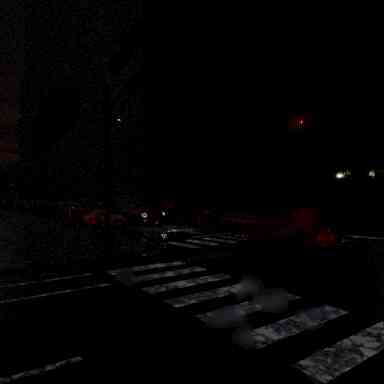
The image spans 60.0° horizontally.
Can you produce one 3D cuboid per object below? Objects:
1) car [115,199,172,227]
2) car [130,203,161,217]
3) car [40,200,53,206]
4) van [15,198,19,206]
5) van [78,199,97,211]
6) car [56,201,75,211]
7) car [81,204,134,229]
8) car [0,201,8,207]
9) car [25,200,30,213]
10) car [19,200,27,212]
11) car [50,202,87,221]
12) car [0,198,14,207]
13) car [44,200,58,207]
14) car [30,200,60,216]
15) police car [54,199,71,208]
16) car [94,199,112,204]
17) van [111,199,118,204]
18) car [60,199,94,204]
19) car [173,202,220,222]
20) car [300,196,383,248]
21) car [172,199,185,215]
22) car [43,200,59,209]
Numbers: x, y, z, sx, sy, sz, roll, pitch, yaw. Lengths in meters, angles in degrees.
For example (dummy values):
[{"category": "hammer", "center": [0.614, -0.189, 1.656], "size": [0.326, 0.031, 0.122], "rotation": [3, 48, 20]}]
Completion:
[{"category": "car", "center": [-3.795, 1.651, 25.456], "size": [2.097, 1.767, 4.553], "rotation": [0, -1, -35]}, {"category": "car", "center": [-5.318, 2.005, 37.730], "size": [1.802, 1.307, 4.206], "rotation": [-1, 0, -35]}, {"category": "car", "center": [-34.748, 2.661, 79.162], "size": [1.947, 1.339, 4.313], "rotation": [-1, 0, -35]}, {"category": "van", "center": [-26.201, 2.123, 52.387], "size": [1.690, 1.788, 3.998], "rotation": [-1, 0, -35]}, {"category": "van", "center": [-17.083, 2.038, 54.336], "size": [1.690, 1.788, 3.998], "rotation": [-1, 0, -35]}, {"category": "car", "center": [-21.139, 2.315, 55.399], "size": [1.994, 1.385, 4.181], "rotation": [0, -1, -35]}, {"category": "car", "center": [-6.300, 1.844, 24.361], "size": [1.752, 1.417, 4.829], "rotation": [-1, 0, -35]}, {"category": "car", "center": [-44.407, 2.771, 78.040], "size": [1.802, 1.307, 4.206], "rotation": [-1, 0, -35]}, {"category": "car", "center": [-20.540, 2.196, 44.420], "size": [1.887, 1.381, 4.507], "rotation": [-1, 0, -35]}, {"category": "car", "center": [-23.370, 2.157, 48.403], "size": [1.967, 1.590, 4.097], "rotation": [-1, 0, -35]}, {"category": "car", "center": [-12.055, 2.004, 32.467], "size": [2.008, 1.369, 4.403], "rotation": [-1, 0, -35]}, {"category": "car", "center": [-41.295, 2.667, 73.656], "size": [1.887, 1.381, 4.507], "rotation": [-1, 0, -35]}, {"category": "car", "center": [-31.736, 2.595, 74.919], "size": [1.947, 1.339, 4.313], "rotation": [-1, 0, -35]}, {"category": "car", "center": [-17.717, 1.901, 40.436], "size": [2.192, 1.841, 5.009], "rotation": [-1, 0, -35]}, {"category": "police car", "center": [-25.465, 2.308, 65.416], "size": [1.930, 1.638, 5.238], "rotation": [0, -1, -35]}, {"category": "car", "center": [-11.204, 1.876, 46.033], "size": [2.192, 1.841, 5.009], "rotation": [-1, 0, -35]}, {"category": "van", "center": [-8.264, 1.833, 41.882], "size": [1.690, 1.788, 3.998], "rotation": [-1, 0, -35]}, {"category": "car", "center": [-13.704, 1.884, 39.423], "size": [2.097, 1.767, 4.553], "rotation": [0, -1, -35]}, {"category": "car", "center": [0.561, 1.829, 29.427], "size": [1.887, 1.381, 4.507], "rotation": [-1, 0, -35]}, {"category": "car", "center": [7.215, 1.214, 13.298], "size": [5.566, 2.045, 2.150], "rotation": [0, 1, 33]}, {"category": "car", "center": [-2.384, 1.669, 33.579], "size": [2.192, 1.841, 5.009], "rotation": [-1, 0, -35]}, {"category": "car", "center": [-26.892, 2.388, 63.511], "size": [1.837, 1.490, 4.892], "rotation": [0, -1, -35]}]
